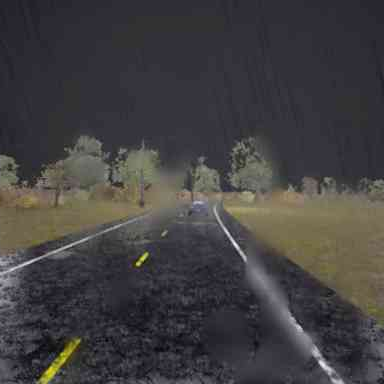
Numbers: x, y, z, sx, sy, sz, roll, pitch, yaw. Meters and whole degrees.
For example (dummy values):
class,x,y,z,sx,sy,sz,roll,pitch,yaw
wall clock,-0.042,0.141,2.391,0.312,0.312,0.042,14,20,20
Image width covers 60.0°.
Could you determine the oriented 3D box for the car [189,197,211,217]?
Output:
class,x,y,z,sx,sy,sz,roll,pitch,yaw
car,0.662,1.432,31.355,1.812,1.442,4.674,0,0,2
